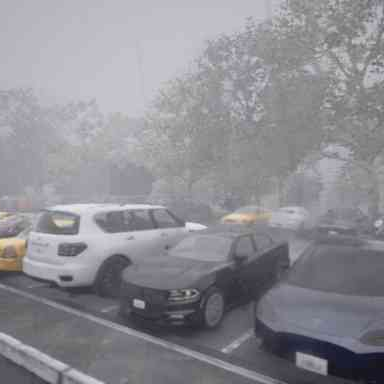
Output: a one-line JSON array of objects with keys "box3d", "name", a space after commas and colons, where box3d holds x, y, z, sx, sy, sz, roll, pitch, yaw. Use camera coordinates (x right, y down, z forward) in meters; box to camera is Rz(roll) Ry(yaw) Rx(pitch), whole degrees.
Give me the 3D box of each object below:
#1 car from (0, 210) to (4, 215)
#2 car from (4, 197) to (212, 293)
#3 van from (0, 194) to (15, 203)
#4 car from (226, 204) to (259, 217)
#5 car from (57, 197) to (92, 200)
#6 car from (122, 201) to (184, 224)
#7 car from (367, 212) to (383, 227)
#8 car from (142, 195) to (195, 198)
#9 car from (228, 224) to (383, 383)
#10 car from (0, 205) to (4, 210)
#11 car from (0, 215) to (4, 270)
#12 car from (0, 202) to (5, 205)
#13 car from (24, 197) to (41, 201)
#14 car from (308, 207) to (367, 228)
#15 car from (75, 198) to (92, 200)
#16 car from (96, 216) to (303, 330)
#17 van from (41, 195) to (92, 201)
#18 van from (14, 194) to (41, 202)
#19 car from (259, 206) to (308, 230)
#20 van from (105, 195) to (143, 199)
[{"box3d": [-6.148, 1.548, 12.427, 2.231, 1.521, 4.892, 0, 0, 36], "name": "car"}, {"box3d": [-1.640, 1.319, 9.183, 2.435, 2.045, 5.566, 0, 0, 36], "name": "car"}, {"box3d": [-18.691, 1.316, 37.535, 1.878, 1.987, 4.442, 0, 0, 36], "name": "van"}, {"box3d": [3.683, 1.549, 21.217, 1.946, 1.575, 5.366, 0, 0, 36], "name": "car"}, {"box3d": [-9.638, 1.531, 31.147, 2.163, 1.488, 4.792, 0, 0, 36], "name": "car"}, {"box3d": [-2.950, 1.547, 26.223, 2.163, 1.488, 4.792, 0, 0, 36], "name": "car"}, {"box3d": [10.436, 1.462, 16.584, 2.185, 1.767, 4.553, 0, 0, 36], "name": "car"}, {"box3d": [-0.674, 1.278, 24.642, 2.435, 2.045, 5.566, 0, 0, 36], "name": "car"}, {"box3d": [2.819, 1.624, 5.876, 2.163, 1.488, 4.792, 0, 0, 36], "name": "car"}, {"box3d": [-8.508, 1.532, 13.902, 1.946, 1.575, 5.366, 0, 0, 36], "name": "car"}, {"box3d": [-3.796, 1.556, 10.941, 1.946, 1.575, 5.366, 0, 0, 36], "name": "car"}, {"box3d": [-13.100, 1.511, 17.233, 1.946, 1.575, 5.366, 0, 0, 36], "name": "car"}, {"box3d": [-14.134, 1.517, 34.380, 2.097, 1.535, 5.008, 0, 0, 36], "name": "car"}, {"box3d": [8.259, 1.606, 18.089, 2.163, 1.488, 4.792, 0, 0, 36], "name": "car"}, {"box3d": [-7.502, 1.531, 29.597, 2.163, 1.488, 4.792, 0, 0, 36], "name": "car"}, {"box3d": [0.592, 1.582, 7.535, 2.097, 1.535, 5.008, 0, 0, 36], "name": "car"}, {"box3d": [-11.947, 1.282, 32.652, 1.878, 1.987, 4.442, 0, 0, 36], "name": "van"}, {"box3d": [-16.312, 1.304, 36.097, 1.878, 1.987, 4.442, 0, 0, 36], "name": "van"}, {"box3d": [6.032, 1.604, 19.738, 2.002, 1.452, 4.674, 0, 0, 36], "name": "car"}, {"box3d": [-5.207, 1.281, 28.040, 1.878, 1.987, 4.442, 0, 0, 36], "name": "van"}]
